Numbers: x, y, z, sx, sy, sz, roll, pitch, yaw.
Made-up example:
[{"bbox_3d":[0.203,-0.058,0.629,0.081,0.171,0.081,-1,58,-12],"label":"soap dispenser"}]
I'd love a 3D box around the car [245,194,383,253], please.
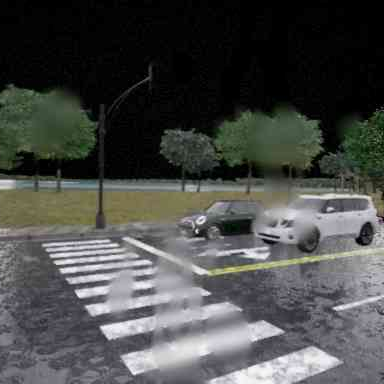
[{"bbox_3d":[5.130,1.102,13.364,5.566,2.045,2.150,1,1,-30],"label":"car"}]

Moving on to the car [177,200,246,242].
[{"bbox_3d":[1.599,1.139,15.085,4.553,1.767,2.097,1,1,-30],"label":"car"}]
